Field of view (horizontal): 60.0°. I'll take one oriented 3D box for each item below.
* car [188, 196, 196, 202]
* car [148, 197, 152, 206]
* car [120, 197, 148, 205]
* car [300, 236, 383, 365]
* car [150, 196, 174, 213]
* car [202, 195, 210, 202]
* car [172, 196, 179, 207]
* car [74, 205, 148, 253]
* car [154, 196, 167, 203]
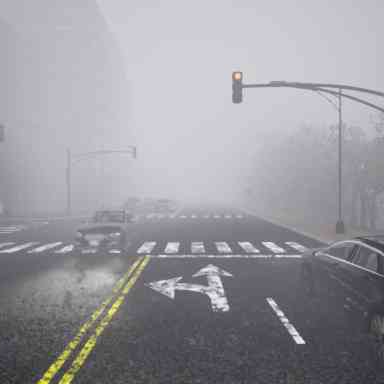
[{"bbox_3d":[0.008,1.628,78.446,1.895,1.301,4.718,0,0,0],"label":"car"},{"bbox_3d":[-6.589,1.560,52.418,2.033,1.411,5.357,0,0,0],"label":"car"},{"bbox_3d":[-6.598,1.357,37.027,2.097,1.767,4.553,0,0,0],"label":"car"},{"bbox_3d":[3.350,1.491,5.650,2.128,1.511,4.902,0,0,0],"label":"car"},{"bbox_3d":[-3.335,1.531,37.830,1.812,1.442,4.674,0,0,-1],"label":"car"},{"bbox_3d":[3.257,1.511,78.516,1.882,1.535,5.008,0,0,0],"label":"car"},{"bbox_3d":[-3.344,1.573,49.862,1.994,1.385,4.181,0,0,0],"label":"car"},{"bbox_3d":[-3.356,1.499,13.867,2.128,1.511,4.902,0,0,0],"label":"car"},{"bbox_3d":[-6.498,1.572,68.953,2.033,1.411,5.357,0,0,0],"label":"car"}]
